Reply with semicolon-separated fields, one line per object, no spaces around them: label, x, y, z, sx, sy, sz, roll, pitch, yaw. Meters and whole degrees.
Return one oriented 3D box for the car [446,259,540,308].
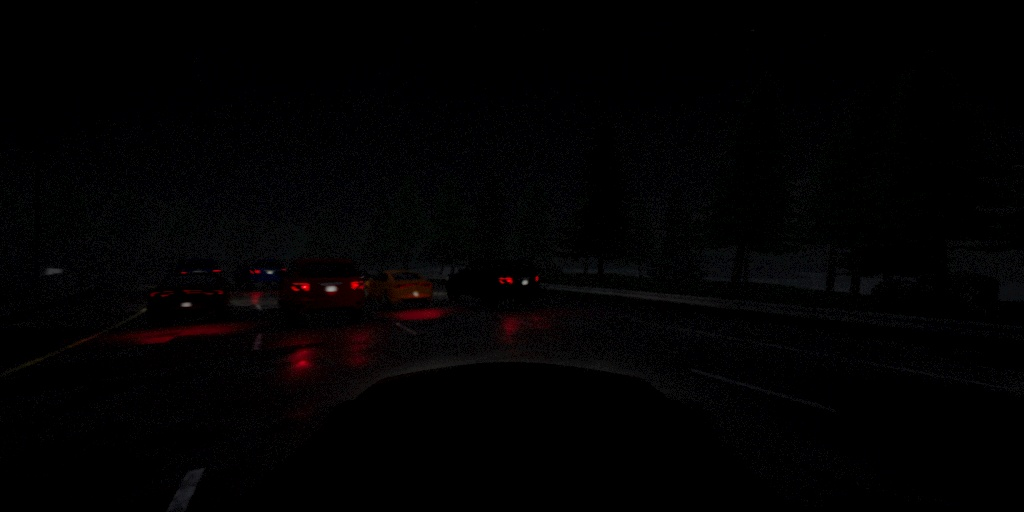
car;-1.031;1.169;16.637;2.150;2.045;5.566;1;-1;-36

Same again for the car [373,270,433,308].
car;-5.379;1.400;16.643;1.882;1.535;5.008;1;-1;-36

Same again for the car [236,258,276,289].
car;-17.980;1.195;25.553;5.566;2.045;2.150;0;-1;43

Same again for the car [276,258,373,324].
car;-6.963;1.086;12.913;2.150;2.045;5.566;1;-1;-36

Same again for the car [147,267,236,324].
car;-11.078;1.313;12.603;1.882;1.535;5.008;1;-1;-36

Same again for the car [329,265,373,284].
car;-14.266;1.600;31.601;4.674;1.442;1.812;0;-1;42

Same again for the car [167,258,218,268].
car;-20.443;1.148;23.072;5.566;2.045;2.150;0;-1;43
